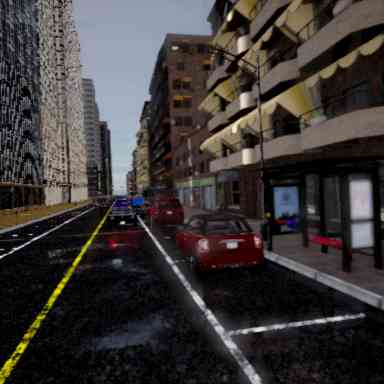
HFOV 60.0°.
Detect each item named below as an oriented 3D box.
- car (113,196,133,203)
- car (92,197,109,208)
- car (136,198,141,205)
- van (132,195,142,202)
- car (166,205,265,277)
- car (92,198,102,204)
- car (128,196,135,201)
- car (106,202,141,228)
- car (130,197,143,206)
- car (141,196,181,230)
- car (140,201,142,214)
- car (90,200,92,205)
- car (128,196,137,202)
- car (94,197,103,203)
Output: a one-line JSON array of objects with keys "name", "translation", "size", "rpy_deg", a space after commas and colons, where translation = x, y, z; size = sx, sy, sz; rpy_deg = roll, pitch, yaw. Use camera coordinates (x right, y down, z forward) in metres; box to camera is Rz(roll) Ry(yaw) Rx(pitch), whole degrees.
[{"name": "car", "translation": [-8.774, 1.618, 41.599], "size": [1.882, 1.535, 5.008], "rpy_deg": [-3, 1, -12]}, {"name": "car", "translation": [-14.695, 1.681, 54.580], "size": [2.097, 1.767, 4.553], "rpy_deg": [-3, 0, -12]}, {"name": "car", "translation": [-4.111, 1.572, 32.251], "size": [1.802, 1.307, 4.206], "rpy_deg": [-3, 0, -12]}, {"name": "van", "translation": [-8.832, 1.418, 54.346], "size": [1.690, 1.788, 3.998], "rpy_deg": [-3, 0, -12]}, {"name": "car", "translation": [0.593, 1.354, 10.152], "size": [1.967, 1.590, 4.097], "rpy_deg": [-3, 0, -12]}, {"name": "car", "translation": [-22.897, 2.135, 80.223], "size": [1.802, 1.307, 4.206], "rpy_deg": [-3, 0, -12]}, {"name": "car", "translation": [-17.102, 1.763, 93.185], "size": [1.752, 1.417, 4.829], "rpy_deg": [-3, 0, -12]}, {"name": "car", "translation": [-4.883, 1.675, 23.395], "size": [1.895, 1.301, 4.718], "rpy_deg": [-3, 0, -12]}, {"name": "car", "translation": [-9.999, 1.665, 59.873], "size": [1.947, 1.339, 4.313], "rpy_deg": [-3, 0, -12]}, {"name": "car", "translation": [-1.767, 1.267, 21.200], "size": [2.192, 1.841, 5.009], "rpy_deg": [-3, 0, -12]}, {"name": "car", "translation": [-2.934, 1.553, 26.726], "size": [1.802, 1.307, 4.206], "rpy_deg": [-3, 0, -12]}, {"name": "car", "translation": [-21.726, 1.970, 74.699], "size": [1.967, 1.590, 4.097], "rpy_deg": [-3, 0, -12]}, {"name": "car", "translation": [-14.711, 1.735, 81.970], "size": [1.887, 1.381, 4.507], "rpy_deg": [-3, 0, -12]}, {"name": "car", "translation": [-24.076, 2.142, 85.748], "size": [1.947, 1.339, 4.313], "rpy_deg": [-3, 0, -12]}]
